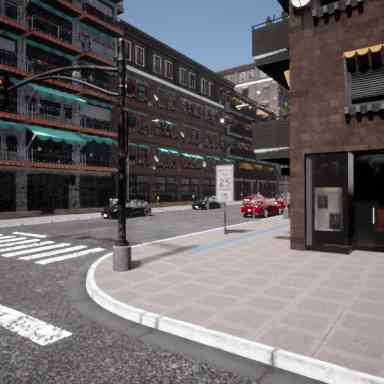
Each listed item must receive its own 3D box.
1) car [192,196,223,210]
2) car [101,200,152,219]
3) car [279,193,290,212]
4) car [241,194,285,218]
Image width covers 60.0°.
[{"bbox_3d":[1.707,1.081,34.700,1.947,1.339,4.313,1,1,35],"label":"car"},{"bbox_3d":[-4.932,1.264,25.524,1.947,1.339,4.313,1,1,35],"label":"car"},{"bbox_3d":[8.531,1.065,29.827,1.802,1.307,4.206,1,1,35],"label":"car"},{"bbox_3d":[5.322,1.118,25.162,1.887,1.381,4.507,1,1,35],"label":"car"}]
